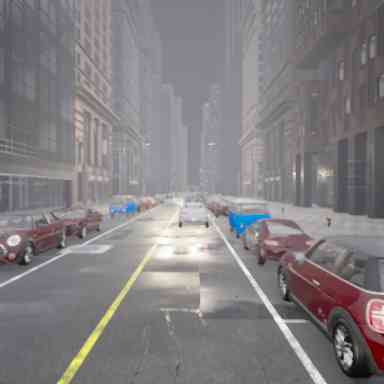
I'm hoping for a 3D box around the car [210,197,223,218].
[{"bbox_3d":[2.760,1.397,27.926,1.887,1.381,4.507,0,0,0],"label":"car"}]

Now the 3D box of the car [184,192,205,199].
[{"bbox_3d":[0.099,1.146,38.795,2.097,1.767,4.553,0,0,0],"label":"car"}]

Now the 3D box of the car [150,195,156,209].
[{"bbox_3d":[-5.765,1.337,39.121,1.887,1.381,4.507,0,0,0],"label":"car"}]

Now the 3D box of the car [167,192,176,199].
[{"bbox_3d":[-5.765,1.105,83.938,1.887,1.381,4.507,0,0,0],"label":"car"}]

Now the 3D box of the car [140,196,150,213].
[{"bbox_3d":[-5.765,1.366,33.520,1.887,1.381,4.507,0,0,0],"label":"car"}]

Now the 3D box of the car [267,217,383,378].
[{"bbox_3d":[2.759,1.411,5.519,1.967,1.590,4.097,0,0,0],"label":"car"}]

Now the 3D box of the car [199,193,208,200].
[{"bbox_3d":[2.760,1.029,78.341,1.967,1.590,4.097,0,0,0],"label":"car"}]

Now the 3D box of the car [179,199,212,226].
[{"bbox_3d":[0.100,1.409,21.981,1.812,1.442,4.674,0,0,0],"label":"car"}]

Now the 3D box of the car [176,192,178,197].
[{"bbox_3d":[-5.765,1.054,95.142,2.008,1.369,4.403,0,0,0],"label":"car"}]

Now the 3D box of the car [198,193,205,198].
[{"bbox_3d":[2.760,1.028,95.316,1.752,1.417,4.829,0,0,0],"label":"car"}]

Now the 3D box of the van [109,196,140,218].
[{"bbox_3d":[-5.766,1.192,27.916,1.690,1.788,3.998,0,0,0],"label":"van"}]

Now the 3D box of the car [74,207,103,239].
[{"bbox_3d":[-5.766,1.455,16.712,1.887,1.381,4.507,0,0,0],"label":"car"}]

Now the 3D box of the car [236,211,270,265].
[{"bbox_3d":[2.760,1.523,11.121,1.802,1.307,4.206,0,0,0],"label":"car"}]

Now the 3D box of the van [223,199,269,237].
[{"bbox_3d":[2.759,1.252,16.721,1.690,1.788,3.998,0,0,0],"label":"van"}]

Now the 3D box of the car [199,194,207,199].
[{"bbox_3d":[2.760,1.127,83.943,1.947,1.339,4.313,0,0,0],"label":"car"}]

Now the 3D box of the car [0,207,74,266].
[{"bbox_3d":[-5.766,1.380,11.110,1.967,1.590,4.097,0,0,0],"label":"car"}]

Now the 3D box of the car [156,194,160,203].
[{"bbox_3d":[-5.765,1.289,44.553,1.752,1.417,4.829,0,0,0],"label":"car"}]

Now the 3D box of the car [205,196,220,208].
[{"bbox_3d":[2.760,1.288,44.901,1.752,1.417,4.829,0,0,0],"label":"car"}]

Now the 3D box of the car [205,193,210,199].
[{"bbox_3d":[2.759,1.233,39.129,1.967,1.590,4.097,0,0,0],"label":"car"}]

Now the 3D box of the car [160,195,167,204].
[{"bbox_3d":[-5.766,1.144,55.928,1.967,1.590,4.097,0,0,0],"label":"car"}]

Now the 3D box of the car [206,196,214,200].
[{"bbox_3d":[2.760,1.367,33.528,1.887,1.381,4.507,0,0,0],"label":"car"}]

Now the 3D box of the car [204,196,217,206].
[{"bbox_3d":[2.760,1.316,50.334,1.802,1.307,4.206,0,0,0],"label":"car"}]
